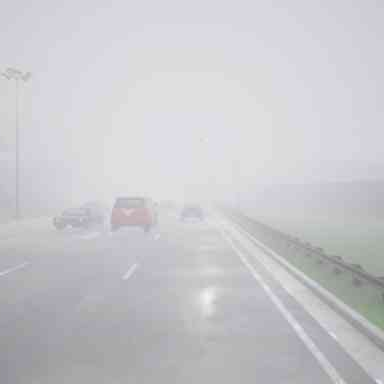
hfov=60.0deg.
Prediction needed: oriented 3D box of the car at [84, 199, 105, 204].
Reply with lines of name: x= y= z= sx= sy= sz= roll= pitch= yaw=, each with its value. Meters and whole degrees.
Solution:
car: x=-10.403 y=1.550 z=36.201 sx=2.128 sy=1.511 sz=4.902 roll=0 pitch=0 yaw=0

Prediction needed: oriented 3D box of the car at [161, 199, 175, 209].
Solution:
car: x=-3.381 y=1.635 z=45.534 sx=1.994 sy=1.385 sz=4.181 roll=0 pitch=0 yaw=0

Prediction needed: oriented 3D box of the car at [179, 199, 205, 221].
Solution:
car: x=-0.002 y=1.548 z=27.489 sx=1.837 sy=1.490 sz=4.892 roll=0 pitch=0 yaw=0

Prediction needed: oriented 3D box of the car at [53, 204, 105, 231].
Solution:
car: x=-6.901 y=1.634 z=20.939 sx=1.895 sy=1.301 sz=4.718 roll=0 pitch=0 yaw=0

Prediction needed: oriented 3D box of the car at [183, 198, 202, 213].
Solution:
car: x=0.041 y=1.553 z=39.884 sx=2.128 sy=1.511 sz=4.902 roll=0 pitch=0 yaw=1

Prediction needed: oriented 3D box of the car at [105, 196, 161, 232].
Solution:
car: x=-3.402 y=1.255 z=20.402 sx=2.150 sy=2.045 sz=5.566 roll=0 pitch=0 yaw=0

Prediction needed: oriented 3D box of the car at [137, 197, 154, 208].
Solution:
car: x=-6.865 y=1.555 z=49.765 sx=1.882 sy=1.535 sz=5.008 roll=0 pitch=0 yaw=0
